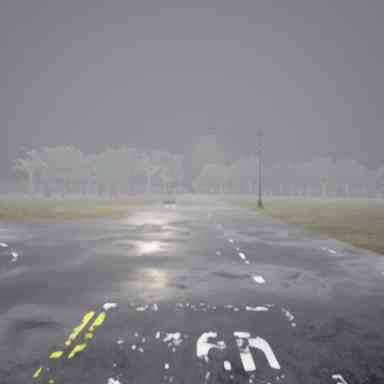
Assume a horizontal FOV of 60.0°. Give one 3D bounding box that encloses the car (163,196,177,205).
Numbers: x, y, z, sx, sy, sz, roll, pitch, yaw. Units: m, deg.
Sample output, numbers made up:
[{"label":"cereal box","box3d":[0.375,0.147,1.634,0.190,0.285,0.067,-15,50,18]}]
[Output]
[{"label":"car","box3d":[-3.568,1.384,54.475,1.994,1.385,4.181,0,0,0]}]
